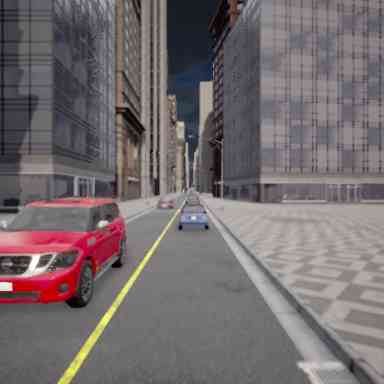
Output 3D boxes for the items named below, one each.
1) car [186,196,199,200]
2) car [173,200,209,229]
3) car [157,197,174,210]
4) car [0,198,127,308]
[{"bbox_3d":[0.097,1.255,44.405,2.128,1.511,4.902,0,0,0],"label":"car"},{"bbox_3d":[0.099,1.451,20.861,2.033,1.411,5.357,0,0,0],"label":"car"},{"bbox_3d":[-3.086,1.321,39.419,1.812,1.442,4.674,0,0,0],"label":"car"},{"bbox_3d":[-3.071,1.187,8.192,2.150,2.045,5.566,0,0,0],"label":"car"}]
